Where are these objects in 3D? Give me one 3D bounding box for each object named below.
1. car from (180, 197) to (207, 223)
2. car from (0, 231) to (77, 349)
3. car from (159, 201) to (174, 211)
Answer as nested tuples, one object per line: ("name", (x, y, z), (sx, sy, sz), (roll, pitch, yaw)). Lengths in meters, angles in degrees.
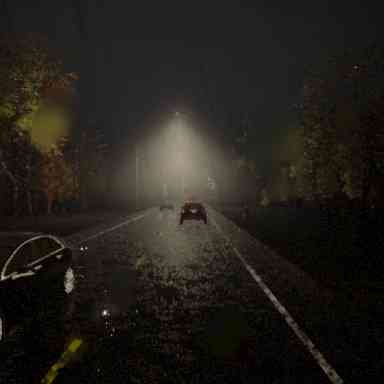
("car", (0.108, 1.552, 27.611), (2.097, 1.767, 4.553), (0, 0, 0))
("car", (-3.597, 1.549, 5.956), (1.837, 1.490, 4.892), (0, 0, 0))
("car", (-3.542, 1.944, 47.216), (1.895, 1.301, 4.718), (0, 0, 1))
